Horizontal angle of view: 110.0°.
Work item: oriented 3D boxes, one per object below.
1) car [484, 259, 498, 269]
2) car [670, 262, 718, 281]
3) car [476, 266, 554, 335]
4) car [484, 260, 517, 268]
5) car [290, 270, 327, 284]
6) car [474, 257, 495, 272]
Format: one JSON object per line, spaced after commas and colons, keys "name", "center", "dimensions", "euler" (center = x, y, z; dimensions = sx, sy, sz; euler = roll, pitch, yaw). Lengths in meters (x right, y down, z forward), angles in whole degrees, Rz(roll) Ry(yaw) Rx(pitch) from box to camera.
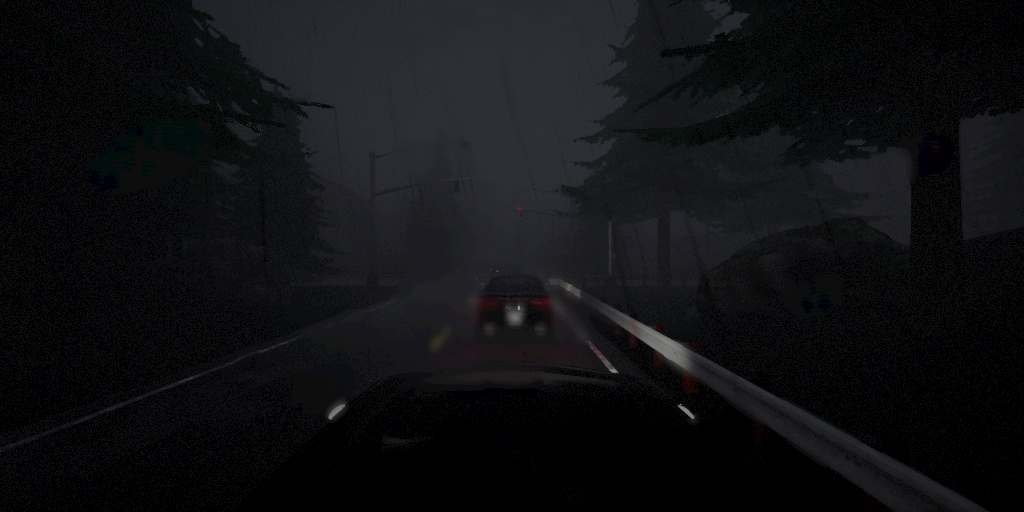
{"name": "car", "center": [-3.281, 1.228, 57.051], "dimensions": [1.882, 1.535, 5.008], "euler": [0, 0, 1]}
{"name": "car", "center": [15.235, 1.226, 29.610], "dimensions": [4.902, 1.511, 2.128], "euler": [0, 0, 0]}
{"name": "car", "center": [0.103, 1.228, 10.494], "dimensions": [1.882, 1.535, 5.008], "euler": [0, 0, 1]}
{"name": "car", "center": [-0.449, 1.311, 32.823], "dimensions": [1.994, 1.385, 4.181], "euler": [0, 0, 24]}
{"name": "car", "center": [-16.250, 1.212, 26.294], "dimensions": [5.008, 1.535, 1.882], "euler": [0, 0, 1]}
{"name": "car", "center": [-3.352, 1.228, 45.124], "dimensions": [1.882, 1.535, 5.008], "euler": [0, 0, 0]}
